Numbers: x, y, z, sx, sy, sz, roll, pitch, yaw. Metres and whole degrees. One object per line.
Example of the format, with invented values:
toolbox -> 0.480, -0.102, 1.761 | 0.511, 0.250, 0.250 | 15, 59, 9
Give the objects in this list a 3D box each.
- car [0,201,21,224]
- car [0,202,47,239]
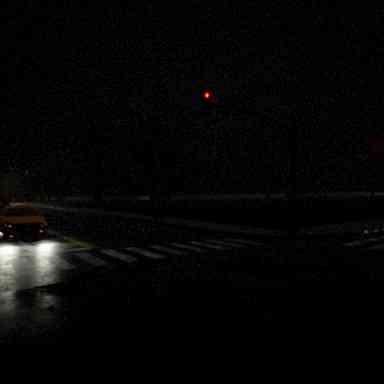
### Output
car -> -14.452, 1.475, 24.909 | 2.128, 1.511, 4.902 | 1, 0, -36
car -> -9.034, 1.460, 17.455 | 1.882, 1.535, 5.008 | 1, 0, -36
